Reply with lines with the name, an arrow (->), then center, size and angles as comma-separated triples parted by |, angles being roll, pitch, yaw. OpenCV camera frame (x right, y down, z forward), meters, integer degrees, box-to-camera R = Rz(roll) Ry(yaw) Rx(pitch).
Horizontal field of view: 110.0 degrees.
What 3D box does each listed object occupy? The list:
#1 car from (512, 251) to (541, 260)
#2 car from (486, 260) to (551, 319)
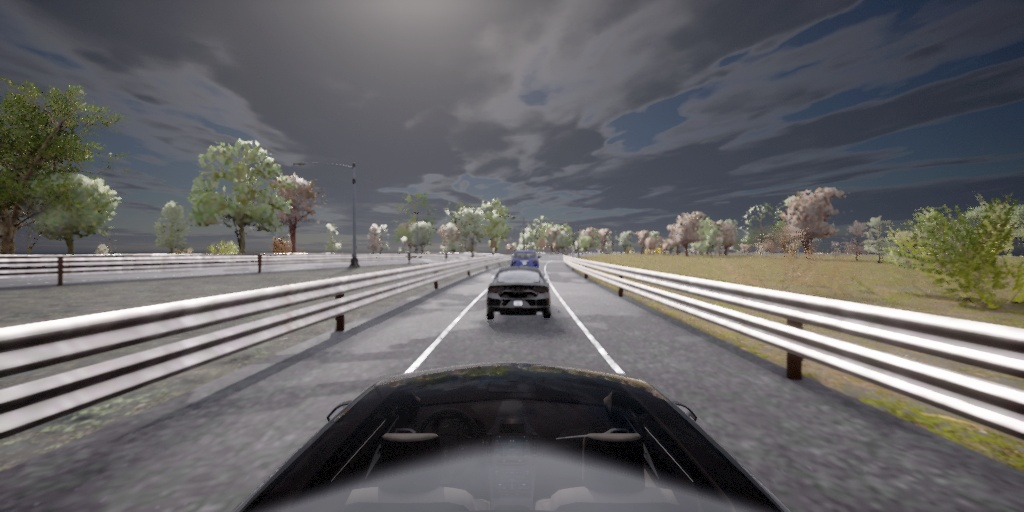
car -> 1.125, 0.569, 29.320 | 2.150, 2.045, 5.566 | 0, 1, 4
car -> 0.253, 1.076, 12.074 | 1.882, 1.535, 5.008 | 0, 1, 2
